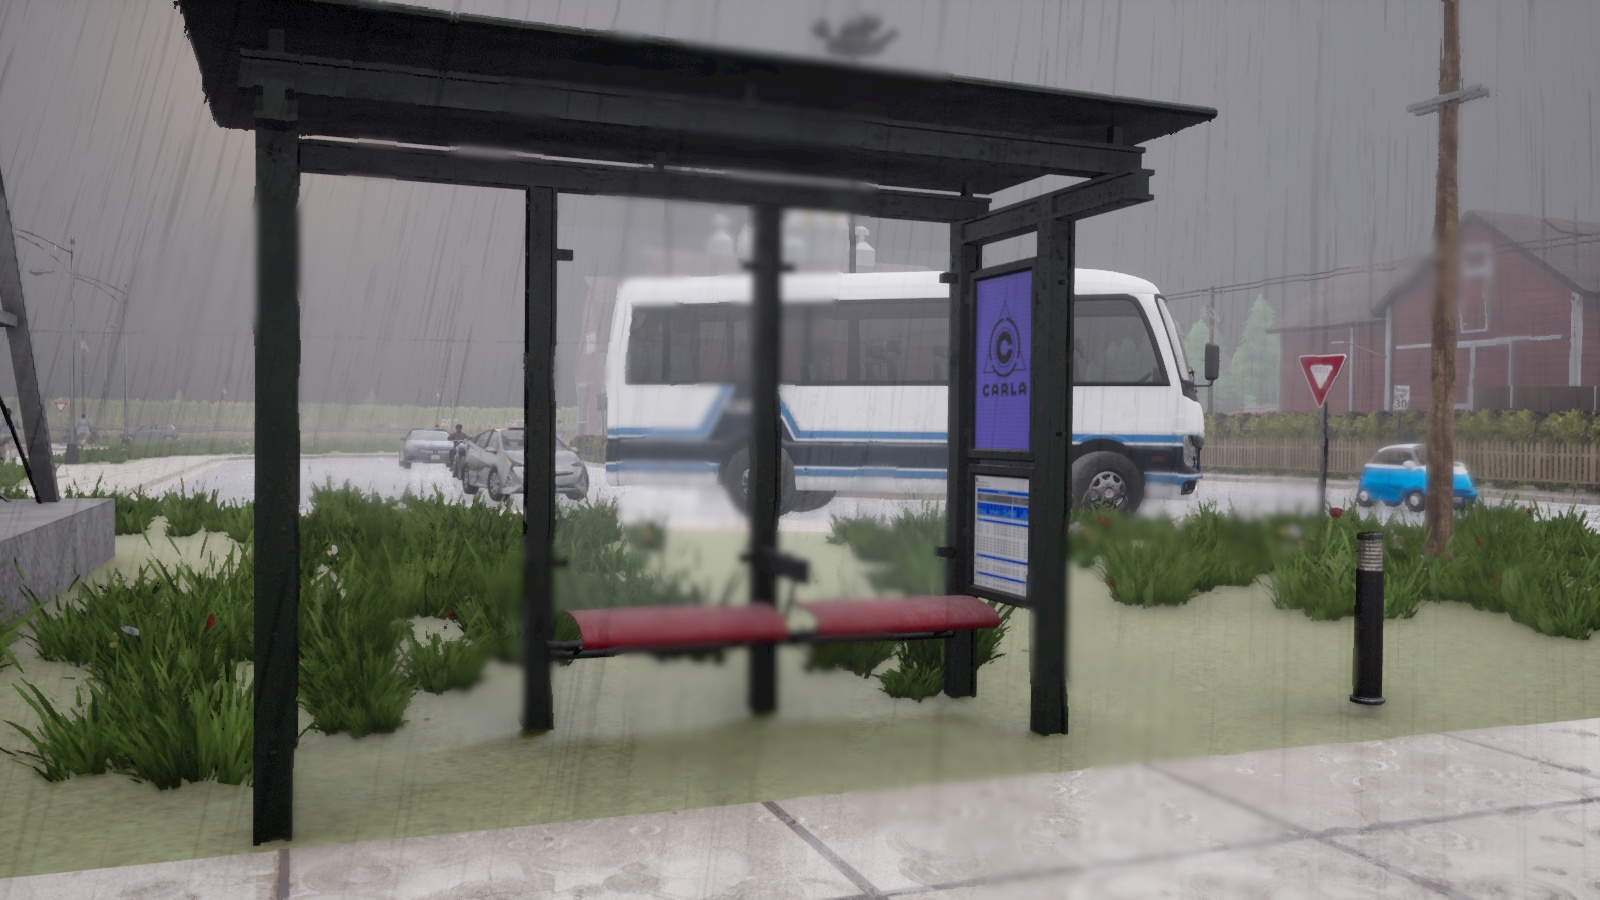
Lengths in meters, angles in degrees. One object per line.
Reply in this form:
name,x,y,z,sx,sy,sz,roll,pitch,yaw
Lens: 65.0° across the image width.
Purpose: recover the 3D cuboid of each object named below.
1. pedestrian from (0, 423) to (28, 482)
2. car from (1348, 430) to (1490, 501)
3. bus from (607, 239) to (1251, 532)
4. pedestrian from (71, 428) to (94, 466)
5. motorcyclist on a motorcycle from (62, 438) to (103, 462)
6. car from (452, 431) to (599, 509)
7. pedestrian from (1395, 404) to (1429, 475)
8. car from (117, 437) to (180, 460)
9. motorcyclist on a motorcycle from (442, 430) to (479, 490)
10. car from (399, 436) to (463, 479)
pedestrian,-25.527,0.071,40.439,0.900,1.855,0.874,0,1,40
car,12.718,0.294,25.898,1.481,1.376,2.207,-1,1,-21
bus,2.245,-0.956,21.678,10.273,4.253,3.944,0,1,18
pedestrian,-35.241,-0.170,61.694,0.874,1.855,0.900,-1,1,-23
motorcyclist on a motorcycle,-46.955,0.003,82.206,2.191,1.530,0.866,-1,1,-21
car,-6.076,0.364,27.391,2.007,1.525,4.514,-1,1,-27
pedestrian,17.131,-0.304,35.176,0.423,1.949,0.788,-1,1,-20
car,-44.951,-0.113,86.722,3.633,1.501,1.845,-1,1,-21
motorcyclist on a motorcycle,-9.849,0.263,36.360,0.766,1.649,2.350,-1,1,-21
car,-13.319,0.233,45.185,1.812,1.442,4.674,-1,1,-21
